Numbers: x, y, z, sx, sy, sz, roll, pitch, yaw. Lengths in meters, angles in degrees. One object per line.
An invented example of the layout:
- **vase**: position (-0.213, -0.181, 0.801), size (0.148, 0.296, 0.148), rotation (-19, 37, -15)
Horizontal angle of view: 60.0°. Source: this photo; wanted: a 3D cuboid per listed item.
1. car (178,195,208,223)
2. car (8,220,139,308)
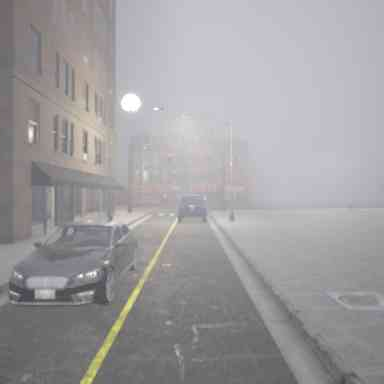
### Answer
- **car**: position (0.043, 1.234, 26.024), size (2.150, 2.045, 5.566), rotation (0, 0, 1)
- **car**: position (-2.513, 1.493, 8.163), size (2.128, 1.511, 4.902), rotation (0, 0, 0)
